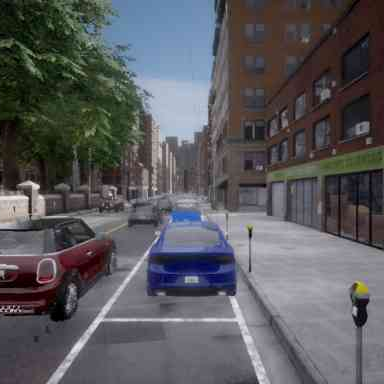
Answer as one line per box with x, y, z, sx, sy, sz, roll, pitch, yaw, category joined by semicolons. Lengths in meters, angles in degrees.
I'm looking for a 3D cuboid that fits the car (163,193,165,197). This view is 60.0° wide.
-8.815;1.450;86.079;2.008;1.369;4.403;0;0;0;car

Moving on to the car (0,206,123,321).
-3.145;1.349;7.450;2.097;1.767;4.553;0;0;0;car

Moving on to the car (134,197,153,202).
-6.206;1.572;40.469;1.895;1.301;4.718;0;0;0;car

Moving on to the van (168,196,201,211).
-0.290;1.333;19.998;1.690;1.788;3.998;0;0;0;van

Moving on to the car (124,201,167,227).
-3.075;1.554;22.749;1.994;1.385;4.181;0;0;0;car

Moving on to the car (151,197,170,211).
-3.076;1.539;37.551;1.994;1.385;4.181;0;0;0;car

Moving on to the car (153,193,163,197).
-8.815;1.432;80.459;1.752;1.417;4.829;0;0;0;car

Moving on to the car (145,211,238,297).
-0.005;1.475;8.650;1.882;1.535;5.008;0;0;0;car

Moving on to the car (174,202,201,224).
-0.290;1.532;25.659;1.887;1.381;4.507;0;0;0;car

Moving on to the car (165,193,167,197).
-8.815;1.438;91.530;1.887;1.381;4.507;0;0;0;car

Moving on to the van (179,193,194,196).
-0.290;1.317;36.980;1.690;1.788;3.998;0;0;0;van

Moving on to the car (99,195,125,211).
-8.815;1.291;36.940;2.192;1.841;5.009;0;0;0;car
